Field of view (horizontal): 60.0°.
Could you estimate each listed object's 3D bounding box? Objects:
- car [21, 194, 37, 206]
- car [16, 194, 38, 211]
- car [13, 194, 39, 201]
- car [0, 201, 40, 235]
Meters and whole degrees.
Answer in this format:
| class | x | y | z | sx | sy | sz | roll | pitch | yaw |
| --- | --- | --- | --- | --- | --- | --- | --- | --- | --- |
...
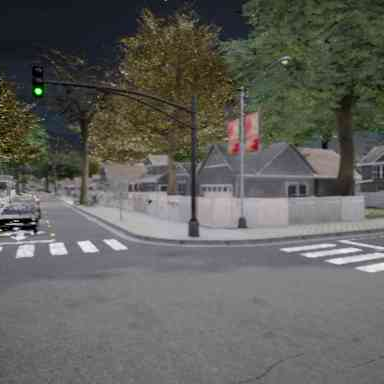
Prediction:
| class | x | y | z | sx | sy | sz | roll | pitch | yaw |
| --- | --- | --- | --- | --- | --- | --- | --- | --- | --- |
| car | -21.573 | 0.990 | 44.141 | 1.837 | 1.490 | 4.892 | 0 | 1 | -24 |
| car | -17.165 | 1.067 | 34.765 | 1.882 | 1.535 | 5.008 | 0 | 1 | -25 |
| car | -12.903 | 1.045 | 25.663 | 2.097 | 1.767 | 4.553 | 0 | 1 | -25 |
| car | -9.088 | 1.388 | 17.528 | 1.895 | 1.301 | 4.718 | 0 | 1 | -24 |
